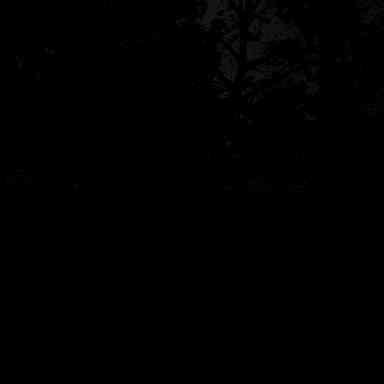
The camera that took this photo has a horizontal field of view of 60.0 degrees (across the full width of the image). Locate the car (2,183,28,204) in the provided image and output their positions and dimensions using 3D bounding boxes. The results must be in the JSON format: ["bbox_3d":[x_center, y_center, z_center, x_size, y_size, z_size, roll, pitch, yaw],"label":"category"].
[{"bbox_3d":[-15.707,-0.010,28.322,1.882,1.535,5.008,5,4,-6],"label":"car"}]
